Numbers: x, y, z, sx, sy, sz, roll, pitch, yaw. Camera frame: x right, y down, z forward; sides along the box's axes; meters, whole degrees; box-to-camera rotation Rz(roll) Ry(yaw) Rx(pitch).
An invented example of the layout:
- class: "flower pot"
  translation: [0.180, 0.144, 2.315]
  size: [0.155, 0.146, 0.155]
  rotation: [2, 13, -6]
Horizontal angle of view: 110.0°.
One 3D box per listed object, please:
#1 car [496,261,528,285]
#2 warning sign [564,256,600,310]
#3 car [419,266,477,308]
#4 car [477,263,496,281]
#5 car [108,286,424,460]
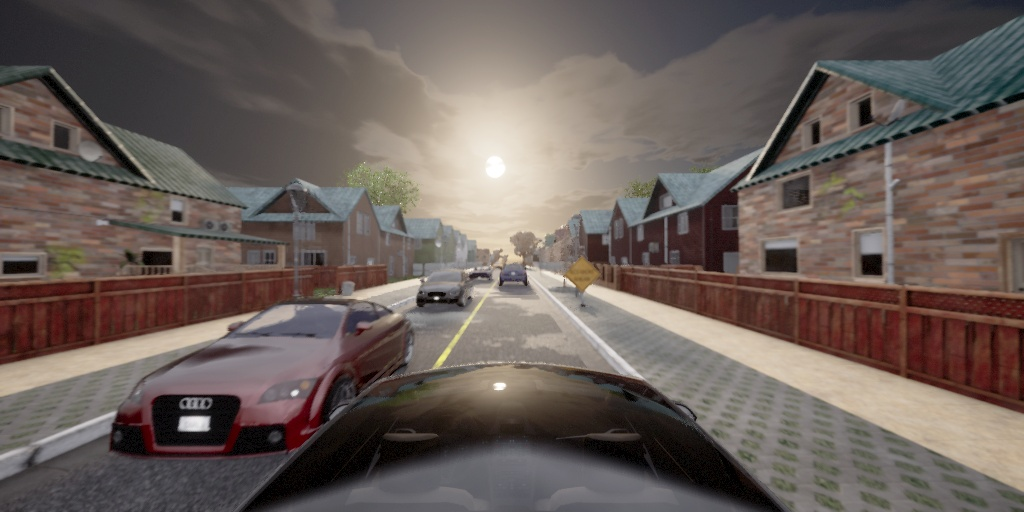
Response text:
- class: "car"
  translation: [0.105, 1.288, 27.875]
  size: [2.097, 1.767, 4.553]
  rotation: [0, 0, 0]
- class: "warning sign"
  translation: [2.520, 0.932, 12.806]
  size: [1.300, 1.860, 1.060]
  rotation: [0, 0, 0]
- class: "car"
  translation: [-2.845, 1.344, 15.948]
  size: [1.837, 1.490, 4.892]
  rotation: [0, 0, 0]
- class: "car"
  translation: [-2.769, 1.583, 33.049]
  size: [1.895, 1.301, 4.718]
  rotation: [0, -1, 0]
- class: "car"
  translation: [-2.845, 1.334, 5.213]
  size: [1.994, 1.385, 4.181]
  rotation: [0, 0, 0]
